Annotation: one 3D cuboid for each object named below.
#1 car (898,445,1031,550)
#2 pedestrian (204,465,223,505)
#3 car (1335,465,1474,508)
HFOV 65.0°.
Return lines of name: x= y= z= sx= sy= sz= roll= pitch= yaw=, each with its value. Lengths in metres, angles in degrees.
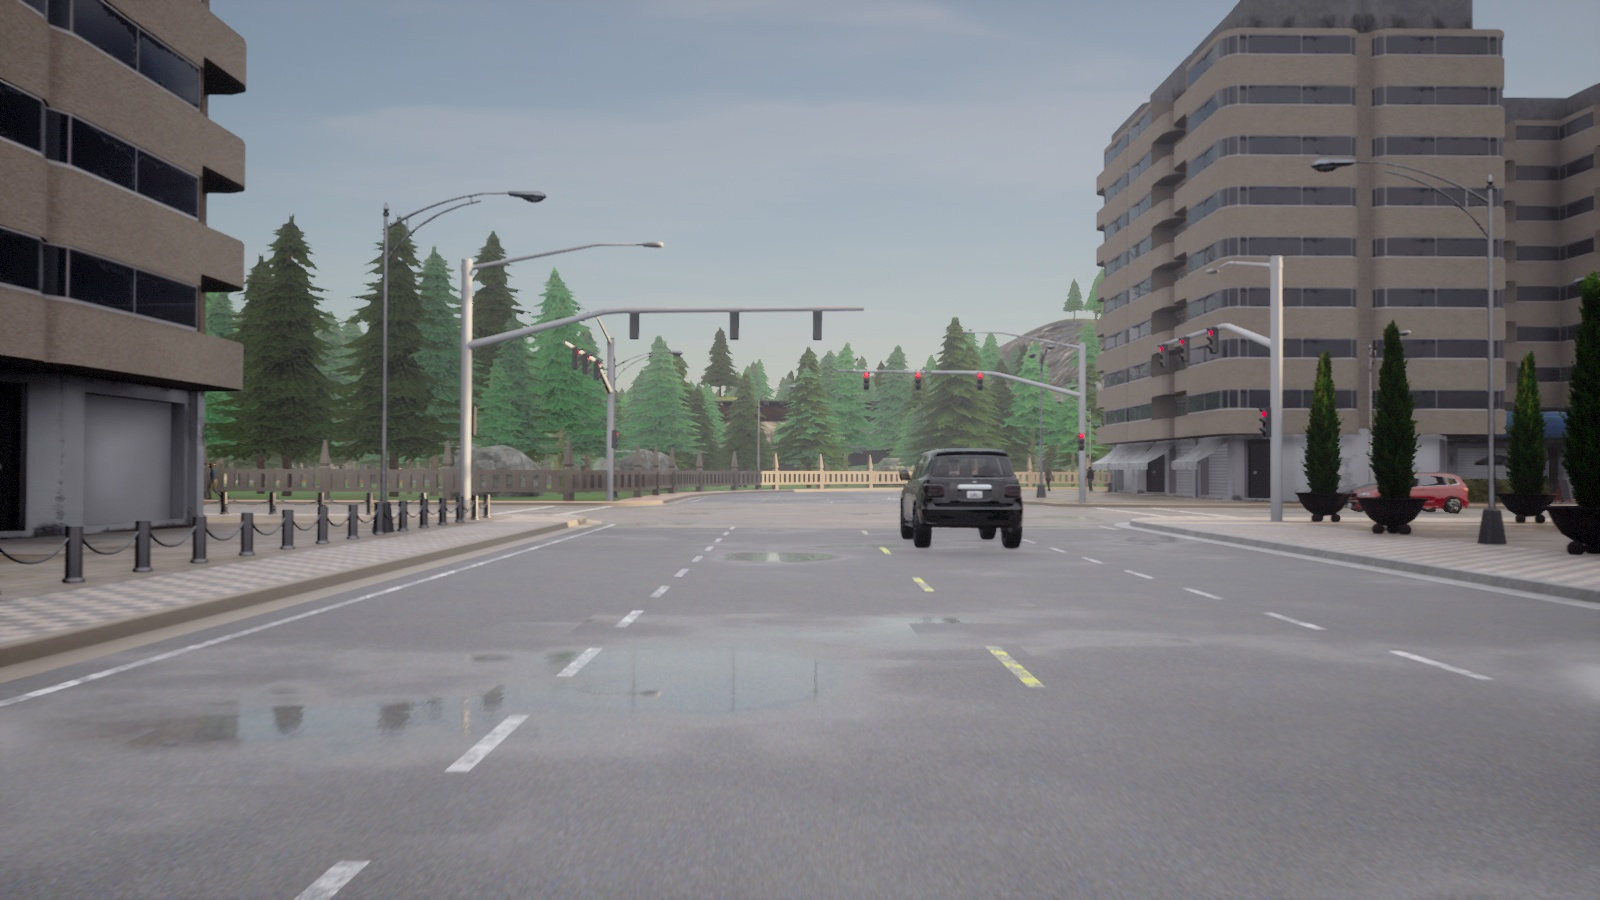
car: x=3.431 y=0.978 z=27.368 sx=2.150 sy=2.045 sz=5.566 roll=0 pitch=-1 yaw=0
pedestrian: x=-27.315 y=1.617 z=58.473 sx=0.726 sy=1.835 sz=0.370 roll=0 pitch=-1 yaw=0
car: x=24.657 y=1.473 z=51.353 sx=4.611 sy=1.667 sz=2.242 roll=-1 pitch=-1 yaw=0
